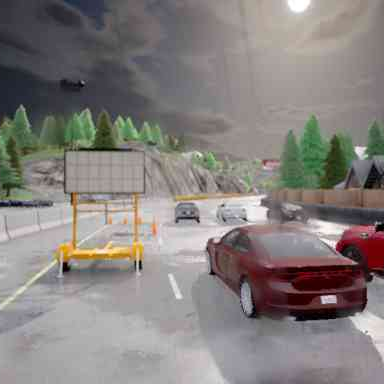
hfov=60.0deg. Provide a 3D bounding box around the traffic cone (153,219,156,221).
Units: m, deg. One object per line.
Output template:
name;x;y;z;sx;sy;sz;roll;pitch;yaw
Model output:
traffic cone;-2.179;1.941;19.351;0.340;0.580;0.340;0;0;-7

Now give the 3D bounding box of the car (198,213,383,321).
car;1.631;1.471;7.461;1.882;1.535;5.008;0;0;-10

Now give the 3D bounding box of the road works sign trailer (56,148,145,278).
road works sign trailer;-2.629;0.457;10.239;2.380;3.560;2.880;0;0;-7

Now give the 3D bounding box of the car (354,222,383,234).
car;5.304;1.213;6.647;2.150;2.045;5.566;0;0;-10

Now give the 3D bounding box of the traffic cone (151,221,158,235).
traffic cone;-1.950;1.943;17.364;0.340;0.580;0.340;0;0;-7

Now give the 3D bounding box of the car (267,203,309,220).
car;6.754;1.504;23.798;1.812;1.442;4.674;0;0;-4

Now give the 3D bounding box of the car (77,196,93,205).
car;-17.053;1.459;52.466;2.128;1.511;4.902;0;0;7

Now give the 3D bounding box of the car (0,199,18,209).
car;-24.774;1.575;45.419;1.895;1.301;4.718;0;0;4

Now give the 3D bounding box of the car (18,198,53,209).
car;-21.232;1.520;46.026;2.033;1.411;5.357;0;0;4

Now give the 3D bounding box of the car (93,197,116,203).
car;-13.513;1.490;52.691;1.812;1.442;4.674;0;0;7

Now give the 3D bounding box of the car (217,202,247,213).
car;3.112;1.504;26.266;1.812;1.442;4.674;0;0;-3

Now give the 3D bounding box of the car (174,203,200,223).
car;-0.388;1.527;25.614;2.033;1.411;5.357;0;0;-3
